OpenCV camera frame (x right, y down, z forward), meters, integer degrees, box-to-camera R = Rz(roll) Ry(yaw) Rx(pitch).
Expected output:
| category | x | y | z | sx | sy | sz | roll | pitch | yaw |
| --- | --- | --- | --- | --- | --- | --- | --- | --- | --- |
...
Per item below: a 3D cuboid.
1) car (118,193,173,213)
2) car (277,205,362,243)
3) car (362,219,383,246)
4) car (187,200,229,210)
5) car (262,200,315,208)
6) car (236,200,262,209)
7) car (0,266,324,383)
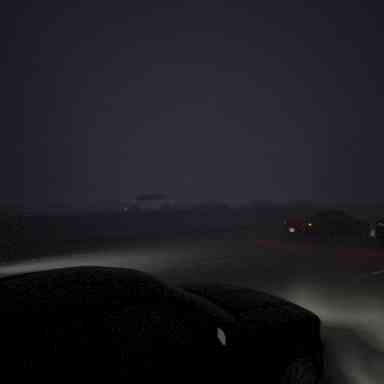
| category | x | y | z | sx | sy | sz | roll | pitch | yaw |
| --- | --- | --- | --- | --- | --- | --- | --- | --- | --- |
| car | -4.625 | 1.150 | 33.895 | 5.566 | 2.045 | 2.150 | 0 | 0 | -29 |
| car | 6.407 | 1.497 | 15.791 | 4.674 | 1.442 | 1.812 | 0 | 0 | -29 |
| car | 9.536 | 1.469 | 13.512 | 4.902 | 1.511 | 2.128 | 0 | 0 | -29 |
| car | 1.601 | 1.498 | 33.267 | 4.181 | 1.385 | 1.994 | 0 | 0 | -28 |
| car | 9.177 | 1.494 | 29.318 | 5.357 | 1.411 | 2.033 | 0 | 0 | -26 |
| car | 6.360 | 1.465 | 31.807 | 4.674 | 1.442 | 1.812 | 0 | 0 | -26 |
| car | -0.827 | 1.471 | 3.047 | 5.008 | 1.535 | 1.882 | 0 | 0 | -35 |
